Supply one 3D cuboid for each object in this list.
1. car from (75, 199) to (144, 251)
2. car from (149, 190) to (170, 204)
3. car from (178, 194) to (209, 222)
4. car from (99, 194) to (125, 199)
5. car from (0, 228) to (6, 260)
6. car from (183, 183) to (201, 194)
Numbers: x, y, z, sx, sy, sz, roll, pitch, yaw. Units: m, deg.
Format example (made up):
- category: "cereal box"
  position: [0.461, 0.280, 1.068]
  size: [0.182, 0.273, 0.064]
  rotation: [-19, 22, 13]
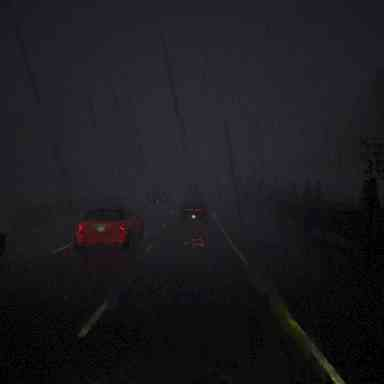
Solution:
- category: "car"
  position: [-3.396, 1.372, 14.531]
  size: [2.097, 1.767, 4.553]
  rotation: [0, 1, 0]
- category: "car"
  position: [-3.427, 0.429, 35.660]
  size: [1.895, 1.301, 4.718]
  rotation: [0, 6, 0]
- category: "car"
  position: [0.105, 1.235, 23.775]
  size: [1.837, 1.490, 4.892]
  rotation: [0, 2, 0]
- category: "car"
  position: [-6.902, 0.931, 28.548]
  size: [2.128, 1.511, 4.902]
  rotation: [0, 4, 0]
- category: "car"
  position: [-6.897, 1.247, 8.065]
  size: [2.150, 2.045, 5.566]
  rotation: [0, 0, 0]
- category: "car"
  position: [0.047, -0.343, 40.321]
  size: [2.097, 1.767, 4.553]
  rotation: [0, 7, 0]
